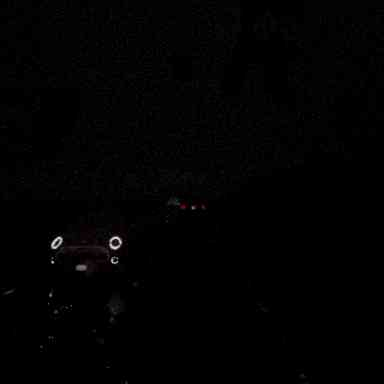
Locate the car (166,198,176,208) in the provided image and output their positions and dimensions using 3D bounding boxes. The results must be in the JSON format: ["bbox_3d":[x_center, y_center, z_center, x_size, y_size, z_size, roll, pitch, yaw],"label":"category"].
[{"bbox_3d":[-2.830,1.574,49.626,1.812,1.442,4.674,0,0,0],"label":"car"}]

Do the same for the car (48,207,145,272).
[{"bbox_3d":[-2.838,1.360,10.809,2.097,1.767,4.553,0,0,0],"label":"car"}]

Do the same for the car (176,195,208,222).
[{"bbox_3d":[0.099,1.248,27.024,2.150,2.045,5.566,0,0,0],"label":"car"}]

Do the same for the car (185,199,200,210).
[{"bbox_3d":[0.094,1.643,43.758,1.895,1.301,4.718,0,0,0],"label":"car"}]
